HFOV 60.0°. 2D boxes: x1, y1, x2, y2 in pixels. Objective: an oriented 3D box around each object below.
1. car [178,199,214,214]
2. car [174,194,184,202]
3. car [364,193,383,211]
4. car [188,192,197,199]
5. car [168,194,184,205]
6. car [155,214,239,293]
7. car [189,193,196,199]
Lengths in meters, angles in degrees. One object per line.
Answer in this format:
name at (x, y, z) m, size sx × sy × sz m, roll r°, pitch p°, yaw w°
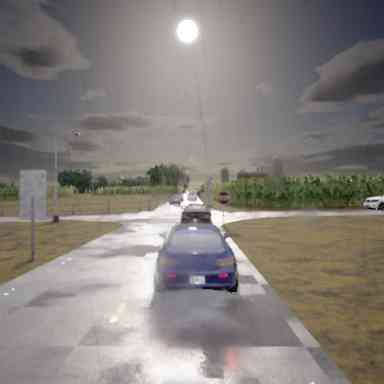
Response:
car at (0.406, 1.510, 22.289) m, size 1.882 × 1.535 × 5.008 m, roll 0°, pitch 0°, yaw 5°
car at (-2.688, 1.265, 69.862) m, size 1.882 × 1.535 × 5.008 m, roll 0°, pitch 0°, yaw 0°
car at (20.343, 0.837, 33.378) m, size 5.566 × 2.045 × 2.150 m, roll -1°, pitch 0°, yaw 0°
car at (0.069, 0.929, 77.752) m, size 2.150 × 2.045 × 5.566 m, roll 0°, pitch 1°, yaw 0°
car at (-2.779, 1.403, 54.776) m, size 1.837 × 1.490 × 4.892 m, roll 0°, pitch 1°, yaw 0°
car at (0.091, 1.539, 8.741) m, size 1.812 × 1.442 × 4.674 m, roll 0°, pitch 0°, yaw 0°
car at (0.078, 0.954, 88.144) m, size 1.812 × 1.442 × 4.674 m, roll 0°, pitch 1°, yaw 0°
